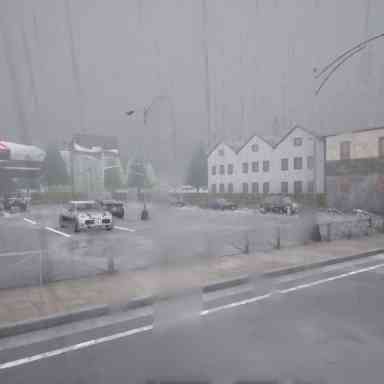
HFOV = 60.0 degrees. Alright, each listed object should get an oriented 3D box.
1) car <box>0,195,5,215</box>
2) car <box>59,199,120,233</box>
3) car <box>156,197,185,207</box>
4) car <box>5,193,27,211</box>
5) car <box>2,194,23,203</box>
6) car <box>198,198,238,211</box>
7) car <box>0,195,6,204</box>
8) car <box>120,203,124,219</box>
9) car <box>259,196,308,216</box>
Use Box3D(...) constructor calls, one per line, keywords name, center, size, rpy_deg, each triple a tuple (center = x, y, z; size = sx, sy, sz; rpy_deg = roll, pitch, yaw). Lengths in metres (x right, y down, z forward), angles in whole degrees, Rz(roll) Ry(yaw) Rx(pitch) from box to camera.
Box3D(name="car", center=(-18.256, 1.113, 29.604), size=(1.932, 1.855, 4.605), rpy_deg=(0, 0, -36))
Box3D(name="car", center=(-5.654, 1.248, 17.647), size=(1.970, 1.475, 3.806), rpy_deg=(0, 0, -36))
Box3D(name="car", center=(-3.111, 1.371, 46.836), size=(2.033, 1.411, 5.357), rpy_deg=(0, 0, -35))
Box3D(name="car", center=(-20.168, 1.092, 37.914), size=(1.905, 1.878, 3.866), rpy_deg=(0, 0, -36))
Box3D(name="car", center=(-39.301, 1.328, 72.998), size=(3.866, 1.878, 1.905), rpy_deg=(0, 0, -36))
Box3D(name="car", center=(2.892, 1.371, 38.341), size=(2.033, 1.411, 5.357), rpy_deg=(0, 0, -36))
Box3D(name="car", center=(-39.529, 1.495, 65.869), size=(4.611, 1.667, 2.242), rpy_deg=(0, 0, -36))
Box3D(name="car", center=(-6.783, 1.313, 25.511), size=(2.007, 1.523, 4.514), rpy_deg=(0, 0, -36))
Box3D(name="car", center=(8.427, 1.176, 30.575), size=(2.097, 1.767, 4.553), rpy_deg=(0, 0, -35))
